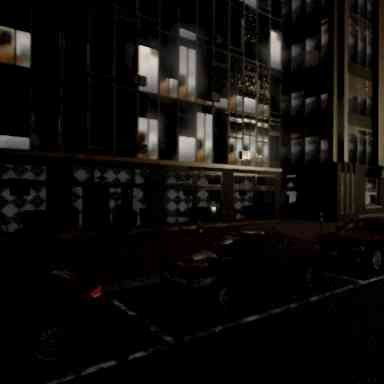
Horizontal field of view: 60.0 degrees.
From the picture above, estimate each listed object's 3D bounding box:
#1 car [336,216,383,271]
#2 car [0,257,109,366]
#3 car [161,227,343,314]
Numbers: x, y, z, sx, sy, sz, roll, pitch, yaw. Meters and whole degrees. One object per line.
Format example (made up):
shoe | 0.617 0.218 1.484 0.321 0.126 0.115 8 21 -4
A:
car | 5.835 1.482 10.710 4.507 1.381 1.887 0 1 -35
car | -3.197 1.584 4.268 4.206 1.307 1.802 0 1 -35
car | 1.320 1.552 7.490 4.206 1.307 1.802 0 1 -35
